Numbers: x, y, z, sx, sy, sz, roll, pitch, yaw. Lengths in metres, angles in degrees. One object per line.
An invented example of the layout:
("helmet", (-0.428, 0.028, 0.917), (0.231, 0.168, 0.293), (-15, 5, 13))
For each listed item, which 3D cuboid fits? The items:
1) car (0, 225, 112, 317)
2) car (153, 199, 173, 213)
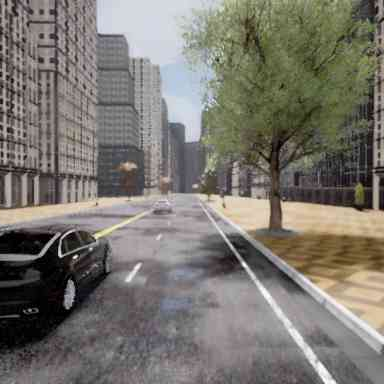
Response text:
("car", (-3.156, 1.507, 7.490), (1.837, 1.490, 4.892), (0, 0, 0))
("car", (-3.172, 1.511, 36.891), (1.812, 1.442, 4.674), (0, 0, 0))
